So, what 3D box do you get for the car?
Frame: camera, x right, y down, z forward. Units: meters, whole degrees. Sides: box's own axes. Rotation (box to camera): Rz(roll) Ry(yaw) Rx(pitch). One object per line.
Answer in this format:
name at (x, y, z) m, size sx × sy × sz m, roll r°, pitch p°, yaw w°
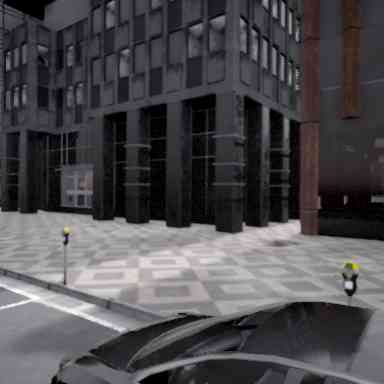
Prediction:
car at (0.766, 1.559, 2.424) m, size 4.313 × 1.339 × 1.947 m, roll 1°, pitch 0°, yaw 36°
